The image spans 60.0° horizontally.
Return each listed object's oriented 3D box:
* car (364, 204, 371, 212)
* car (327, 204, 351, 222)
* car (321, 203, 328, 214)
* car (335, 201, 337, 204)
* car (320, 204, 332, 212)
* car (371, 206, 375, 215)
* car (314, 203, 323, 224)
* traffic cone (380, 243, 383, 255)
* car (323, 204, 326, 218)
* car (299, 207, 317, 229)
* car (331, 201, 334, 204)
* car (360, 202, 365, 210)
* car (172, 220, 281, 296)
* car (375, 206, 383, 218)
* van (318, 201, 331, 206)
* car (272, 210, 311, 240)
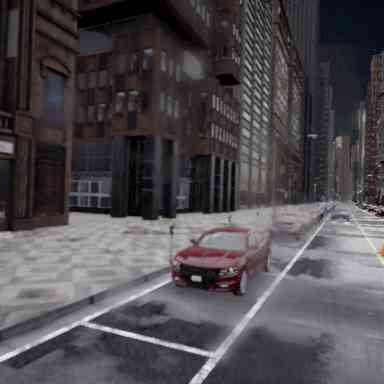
[{"bbox_3d":[36.430,3.395,66.958,1.887,1.381,4.507,2,0,24],"label":"car"},{"bbox_3d":[16.586,2.450,37.115,2.033,1.411,5.357,2,-1,25],"label":"car"},{"bbox_3d":[14.844,2.413,39.826,1.887,1.381,4.507,2,0,24],"label":"car"},{"bbox_3d":[33.273,3.185,80.668,2.192,1.841,5.009,2,0,24],"label":"car"},{"bbox_3d":[26.356,3.059,65.351,1.947,1.339,4.313,2,0,24],"label":"car"},{"bbox_3d":[29.526,2.915,51.642,1.967,1.590,4.097,2,0,24],"label":"car"},{"bbox_3d":[10.242,2.059,29.616,1.967,1.590,4.097,2,0,24],"label":"car"},{"bbox_3d":[8.096,2.359,13.989,0.340,0.580,0.340,2,-1,24],"label":"traffic cone"},{"bbox_3d":[12.541,2.288,34.720,1.887,1.381,4.507,2,0,24],"label":"car"},{"bbox_3d":[7.867,2.015,24.355,1.752,1.417,4.829,2,0,24],"label":"car"},{"bbox_3d":[24.058,2.809,60.247,1.967,1.590,4.097,2,0,24],"label":"car"},{"bbox_3d":[43.337,3.793,82.275,1.947,1.339,4.313,2,-1,24],"label":"car"},{"bbox_3d":[1.028,1.664,9.194,1.887,1.381,4.507,2,0,24],"label":"car"},{"bbox_3d":[27.219,2.895,46.537,1.887,1.381,4.507,2,0,24],"label":"car"},{"bbox_3d":[19.457,2.460,50.038,1.690,1.788,3.998,2,0,24],"label":"van"},{"bbox_3d":[5.632,1.951,19.404,1.802,1.307,4.206,2,0,24],"label":"car"}]
